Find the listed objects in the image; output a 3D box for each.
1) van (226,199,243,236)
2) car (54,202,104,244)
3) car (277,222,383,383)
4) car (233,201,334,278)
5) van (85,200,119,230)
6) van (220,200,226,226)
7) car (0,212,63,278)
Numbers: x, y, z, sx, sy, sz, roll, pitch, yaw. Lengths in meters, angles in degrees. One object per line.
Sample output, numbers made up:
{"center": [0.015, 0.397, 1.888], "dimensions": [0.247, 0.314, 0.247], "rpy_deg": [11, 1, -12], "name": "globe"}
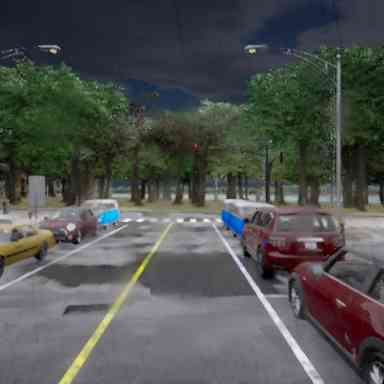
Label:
{"center": [2.760, 1.376, 15.575], "dimensions": [1.690, 1.788, 3.998], "rpy_deg": [0, 0, 0], "name": "van"}
{"center": [-5.765, 1.475, 15.574], "dimensions": [1.967, 1.590, 4.097], "rpy_deg": [0, 0, 0], "name": "car"}
{"center": [2.761, 1.451, 4.699], "dimensions": [1.967, 1.590, 4.097], "rpy_deg": [0, 0, 0], "name": "car"}
{"center": [2.761, 1.338, 10.137], "dimensions": [2.192, 1.841, 5.009], "rpy_deg": [0, 0, 0], "name": "car"}
{"center": [-5.765, 1.389, 21.012], "dimensions": [1.690, 1.788, 3.998], "rpy_deg": [0, 0, 0], "name": "van"}
{"center": [2.760, 1.389, 21.012], "dimensions": [1.690, 1.788, 3.998], "rpy_deg": [0, 0, 0], "name": "van"}
{"center": [-5.764, 1.548, 9.967], "dimensions": [1.752, 1.417, 4.829], "rpy_deg": [0, 0, 0], "name": "car"}
